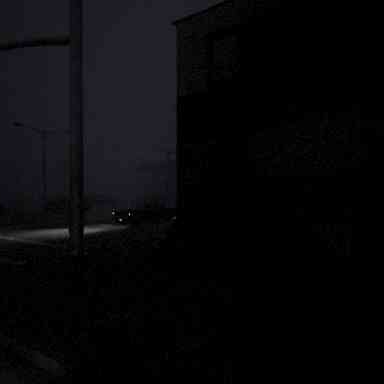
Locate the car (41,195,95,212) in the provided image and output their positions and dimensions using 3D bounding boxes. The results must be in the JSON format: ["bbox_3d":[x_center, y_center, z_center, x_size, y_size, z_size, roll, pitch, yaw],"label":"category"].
[{"bbox_3d":[-13.070,1.356,35.332,2.007,1.523,4.514,0,0,35],"label":"car"}]

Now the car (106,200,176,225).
[{"bbox_3d":[-3.229,1.446,22.760,1.895,1.301,4.718,0,0,36],"label":"car"}]

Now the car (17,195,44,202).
[{"bbox_3d":[-35.956,1.444,74.277,2.152,1.636,5.027,0,0,35],"label":"car"}]

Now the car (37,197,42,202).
[{"bbox_3d":[-22.647,1.382,55.321,2.007,1.523,4.514,0,0,35],"label":"car"}]

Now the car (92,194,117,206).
[{"bbox_3d":[-12.915,1.165,47.514,1.932,1.855,4.605,0,0,35],"label":"car"}]

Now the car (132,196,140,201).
[{"bbox_3d":[-8.025,1.429,54.441,1.970,1.475,3.806,0,0,35],"label":"car"}]

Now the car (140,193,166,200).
[{"bbox_3d":[-5.673,1.140,52.015,1.905,1.878,3.866,0,0,35],"label":"car"}]

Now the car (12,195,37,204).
[{"bbox_3d":[-30.761,1.417,61.154,1.845,1.501,3.633,0,0,35],"label":"car"}]

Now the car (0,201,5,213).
[{"bbox_3d":[-20.143,1.295,31.717,1.970,1.475,3.806,0,0,35],"label":"car"}]

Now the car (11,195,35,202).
[{"bbox_3d":[-38.541,1.457,76.055,2.007,1.523,4.514,0,0,35],"label":"car"}]
